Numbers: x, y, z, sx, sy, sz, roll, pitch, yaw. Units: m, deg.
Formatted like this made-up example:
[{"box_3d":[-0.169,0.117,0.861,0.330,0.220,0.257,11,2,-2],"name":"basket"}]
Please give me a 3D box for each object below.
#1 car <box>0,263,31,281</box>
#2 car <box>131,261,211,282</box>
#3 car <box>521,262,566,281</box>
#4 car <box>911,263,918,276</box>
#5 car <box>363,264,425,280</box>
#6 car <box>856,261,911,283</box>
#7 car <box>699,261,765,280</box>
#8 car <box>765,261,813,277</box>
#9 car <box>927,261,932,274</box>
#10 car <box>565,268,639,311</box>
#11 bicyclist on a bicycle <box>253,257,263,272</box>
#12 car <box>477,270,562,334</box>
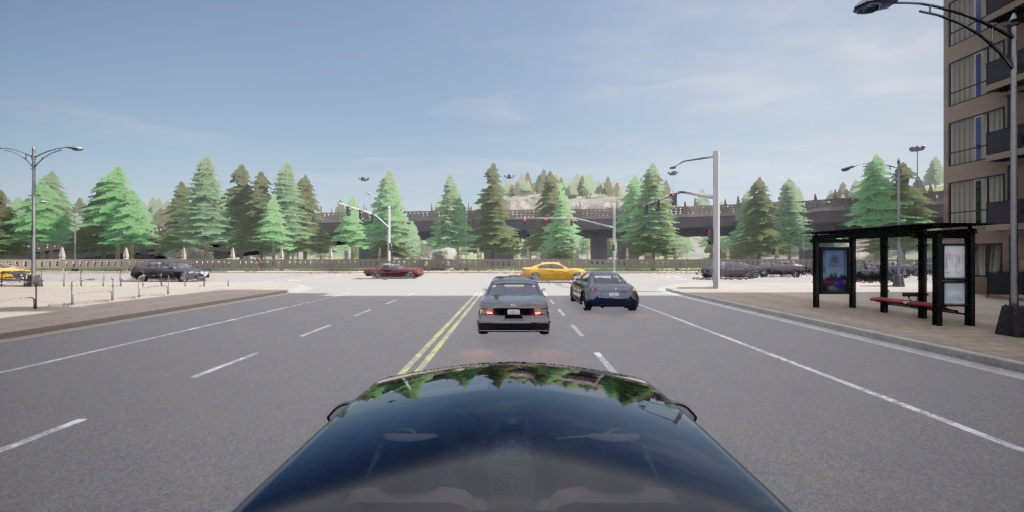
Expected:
[{"box_3d":[-39.614,1.172,27.074,5.008,1.535,1.882,1,0,-3],"name":"car"},{"box_3d":[-25.643,1.186,27.046,4.902,1.511,2.128,0,0,-2],"name":"car"},{"box_3d":[3.110,1.207,26.712,5.008,1.535,1.882,0,0,1],"name":"car"},{"box_3d":[33.860,1.186,33.007,4.902,1.511,2.128,0,0,6],"name":"car"},{"box_3d":[-9.914,1.297,30.390,4.718,1.301,1.895,0,0,1],"name":"car"},{"box_3d":[26.019,1.258,26.408,4.181,1.385,1.994,0,0,1],"name":"car"},{"box_3d":[18.148,1.258,30.016,4.181,1.385,1.994,0,0,1],"name":"car"},{"box_3d":[24.522,1.186,33.549,4.902,1.511,2.128,0,0,2],"name":"car"},{"box_3d":[40.977,1.220,35.164,4.674,1.442,1.812,0,0,17],"name":"car"},{"box_3d":[3.577,1.314,14.551,1.994,1.385,4.181,0,0,0],"name":"car"},{"box_3d":[-29.468,0.995,41.636,0.582,1.620,1.656,0,0,1],"name":"bicyclist on a bicycle"},{"box_3d":[0.058,1.297,10.540,2.033,1.411,5.357,0,0,1],"name":"car"}]
